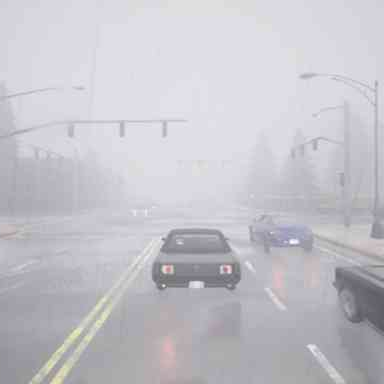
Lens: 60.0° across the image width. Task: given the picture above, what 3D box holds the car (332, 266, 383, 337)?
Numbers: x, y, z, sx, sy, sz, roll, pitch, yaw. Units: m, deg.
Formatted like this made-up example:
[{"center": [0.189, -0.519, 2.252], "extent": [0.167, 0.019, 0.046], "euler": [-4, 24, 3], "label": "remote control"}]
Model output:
[{"center": [3.610, 1.620, 4.271], "extent": [1.895, 1.301, 4.718], "euler": [0, 0, 0], "label": "car"}]

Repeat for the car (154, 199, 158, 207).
[{"center": [-6.899, 1.809, 57.193], "extent": [1.994, 1.385, 4.181], "euler": [0, 0, 0], "label": "car"}]

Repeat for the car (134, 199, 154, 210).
[{"center": [-6.942, 1.728, 47.170], "extent": [1.812, 1.442, 4.674], "euler": [0, 0, 0], "label": "car"}]

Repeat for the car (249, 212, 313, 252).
[{"center": [3.630, 1.586, 14.037], "extent": [1.812, 1.442, 4.674], "euler": [0, 0, 0], "label": "car"}]

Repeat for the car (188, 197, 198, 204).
[{"center": [0.248, 1.798, 74.784], "extent": [1.882, 1.535, 5.008], "euler": [0, 0, 0], "label": "car"}]

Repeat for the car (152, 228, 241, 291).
[{"center": [0.094, 1.641, 9.105], "extent": [1.895, 1.301, 4.718], "euler": [0, 0, 0], "label": "car"}]

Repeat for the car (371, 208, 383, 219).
[{"center": [18.246, 1.725, 28.671], "extent": [4.718, 1.301, 1.895], "euler": [0, 0, 0], "label": "car"}]

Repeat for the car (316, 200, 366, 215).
[{"center": [16.042, 1.632, 35.878], "extent": [5.008, 1.535, 1.882], "euler": [0, 0, 0], "label": "car"}]

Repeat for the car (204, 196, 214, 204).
[{"center": [3.754, 1.675, 74.771], "extent": [2.097, 1.767, 4.553], "euler": [0, 0, 0], "label": "car"}]
